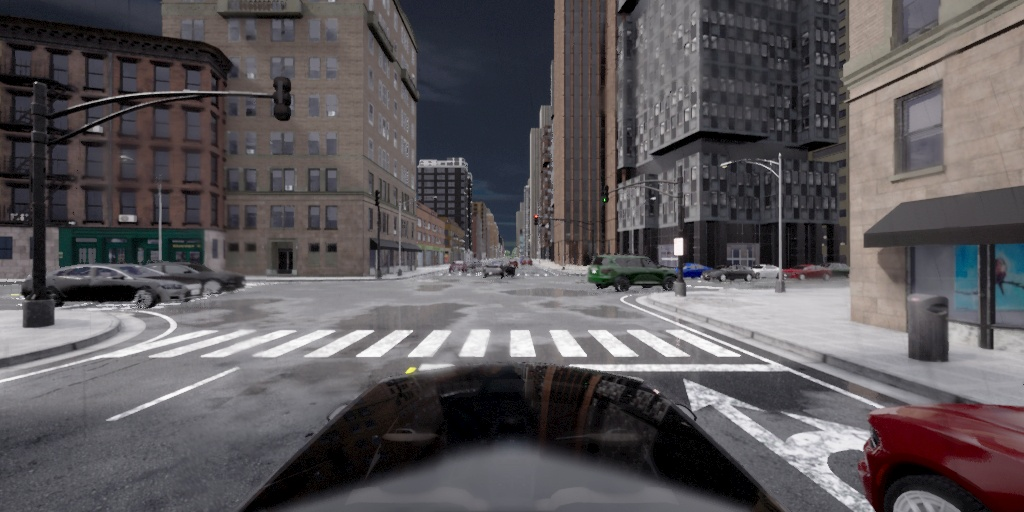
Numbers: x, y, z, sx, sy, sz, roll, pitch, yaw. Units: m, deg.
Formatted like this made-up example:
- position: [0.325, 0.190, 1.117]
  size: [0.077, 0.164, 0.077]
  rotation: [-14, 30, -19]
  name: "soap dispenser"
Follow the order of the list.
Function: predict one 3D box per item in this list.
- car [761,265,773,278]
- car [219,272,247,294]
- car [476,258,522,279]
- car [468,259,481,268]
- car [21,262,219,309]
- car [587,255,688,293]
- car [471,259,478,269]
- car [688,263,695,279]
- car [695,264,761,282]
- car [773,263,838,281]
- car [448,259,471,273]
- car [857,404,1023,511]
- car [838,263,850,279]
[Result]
- position: [26.009, 1.633, 37.347]
  size: [4.674, 1.442, 1.812]
  rotation: [1, 0, -15]
  name: "car"
- position: [-15.367, 1.040, 16.623]
  size: [5.008, 1.535, 1.882]
  rotation: [1, 0, -18]
  name: "car"
- position: [-1.047, 1.241, 32.113]
  size: [2.128, 1.511, 4.902]
  rotation: [0, 0, 17]
  name: "car"
- position: [-6.673, 1.315, 64.632]
  size: [1.994, 1.385, 4.181]
  rotation: [0, 0, 0]
  name: "car"
- position: [-13.984, 1.038, 12.814]
  size: [4.902, 1.511, 2.128]
  rotation: [0, -1, -7]
  name: "car"
- position: [7.100, 1.017, 20.958]
  size: [5.566, 2.045, 2.150]
  rotation: [1, 0, -20]
  name: "car"
- position: [-6.683, 1.244, 54.670]
  size: [2.128, 1.511, 4.902]
  rotation: [0, 0, 0]
  name: "car"
- position: [17.027, 1.481, 34.776]
  size: [5.008, 1.535, 1.882]
  rotation: [1, 0, -16]
  name: "car"
- position: [19.279, 1.509, 32.033]
  size: [4.892, 1.490, 1.837]
  rotation: [1, 0, -17]
  name: "car"
- position: [28.330, 1.588, 34.605]
  size: [5.008, 1.535, 1.882]
  rotation: [1, 0, -15]
  name: "car"
- position: [-6.672, 1.277, 44.710]
  size: [1.812, 1.442, 4.674]
  rotation: [0, 0, 0]
  name: "car"
- position: [3.353, 1.228, 0.406]
  size: [1.882, 1.535, 5.008]
  rotation: [0, 0, 0]
  name: "car"
- position: [35.018, 1.564, 39.629]
  size: [4.553, 1.767, 2.097]
  rotation: [1, 0, -13]
  name: "car"
